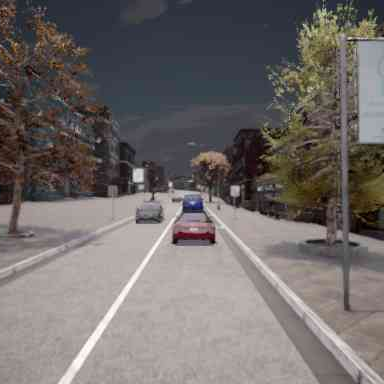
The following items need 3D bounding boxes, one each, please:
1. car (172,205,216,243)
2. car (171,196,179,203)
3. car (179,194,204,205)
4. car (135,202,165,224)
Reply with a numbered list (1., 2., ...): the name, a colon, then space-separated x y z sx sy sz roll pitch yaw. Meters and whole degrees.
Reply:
1. car: 0.089 1.573 16.244 1.994 1.385 4.181 0 0 0
2. car: -3.174 1.503 67.243 2.033 1.411 5.357 0 0 0
3. car: 0.076 1.241 34.677 2.150 2.045 5.566 0 0 0
4. car: -3.116 1.518 25.247 1.837 1.490 4.892 0 0 0
